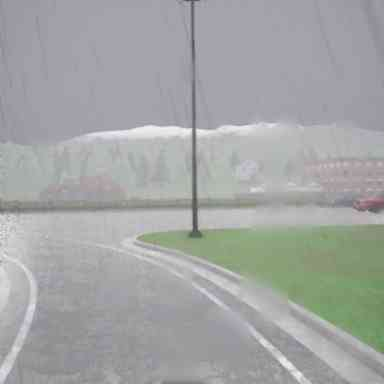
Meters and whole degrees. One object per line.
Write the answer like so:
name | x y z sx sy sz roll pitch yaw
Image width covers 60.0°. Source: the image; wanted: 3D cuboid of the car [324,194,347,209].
car | 17.269 0.999 37.533 4.553 1.767 2.097 -1 0 -8

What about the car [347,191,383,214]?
car | 17.729 0.887 30.538 5.566 2.045 2.150 -1 0 -8
